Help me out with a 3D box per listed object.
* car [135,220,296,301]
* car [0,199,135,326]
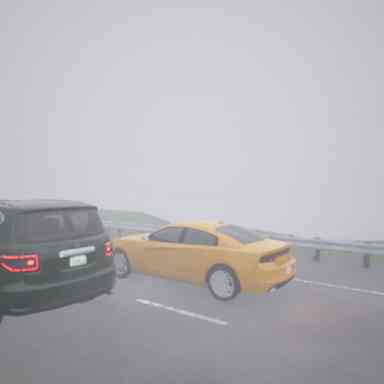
[{"bbox_3d":[-0.019,1.438,8.305,5.008,1.535,1.882,1,0,36],"label":"car"},{"bbox_3d":[-3.991,1.161,6.840,5.566,2.045,2.150,1,0,36],"label":"car"}]
